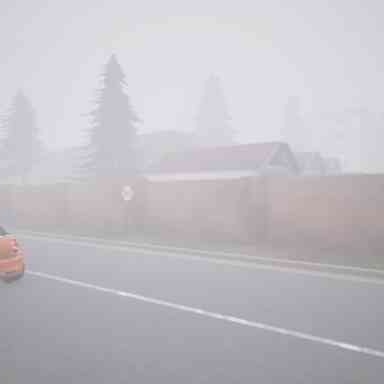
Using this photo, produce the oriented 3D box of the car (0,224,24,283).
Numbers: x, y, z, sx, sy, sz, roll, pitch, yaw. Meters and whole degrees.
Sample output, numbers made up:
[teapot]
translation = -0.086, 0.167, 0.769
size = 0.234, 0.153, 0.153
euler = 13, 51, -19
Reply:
[car]
translation = -6.207, 1.327, 8.197
size = 4.553, 1.767, 2.097
euler = 0, 1, 35
